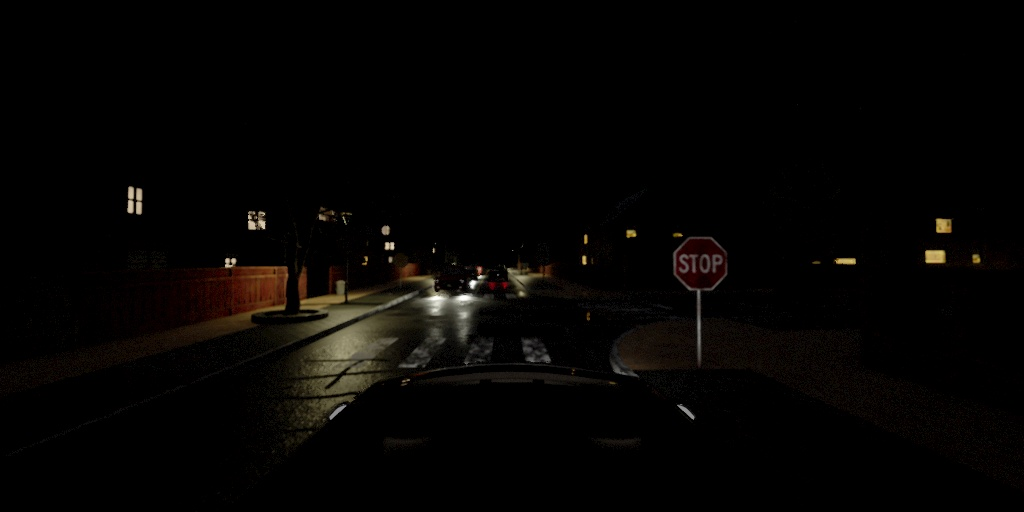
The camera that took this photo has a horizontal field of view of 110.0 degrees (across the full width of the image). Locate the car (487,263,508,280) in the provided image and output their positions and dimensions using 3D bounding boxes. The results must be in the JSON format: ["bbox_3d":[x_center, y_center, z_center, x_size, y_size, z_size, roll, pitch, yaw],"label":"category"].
[{"bbox_3d":[-1.408,1.583,35.888,2.128,1.511,4.902,0,-1,-3],"label":"car"}]

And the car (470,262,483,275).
[{"bbox_3d":[-4.894,1.586,46.428,2.097,1.767,4.553,0,-1,-3],"label":"car"}]

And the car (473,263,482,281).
[{"bbox_3d":[-4.334,1.632,35.447,2.033,1.411,5.357,0,-1,-3],"label":"car"}]

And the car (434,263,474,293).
[{"bbox_3d":[-3.684,1.414,22.740,1.882,1.535,5.008,0,-1,-3],"label":"car"}]
